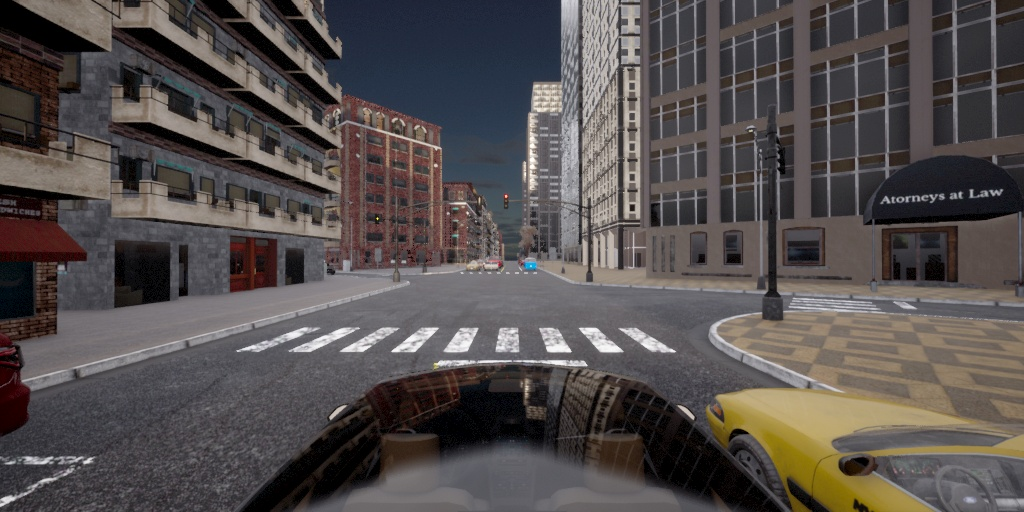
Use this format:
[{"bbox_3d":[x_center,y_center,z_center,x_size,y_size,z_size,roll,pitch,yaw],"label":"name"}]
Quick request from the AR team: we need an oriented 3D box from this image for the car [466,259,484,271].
[{"bbox_3d":[-5.337,1.317,49.908,1.751,1.417,4.829,0,0,0],"label":"car"}]

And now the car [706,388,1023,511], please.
[{"bbox_3d":[2.566,1.275,1.258,1.751,1.417,4.829,0,0,0],"label":"car"}]

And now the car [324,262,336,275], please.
[{"bbox_3d":[-22.369,1.453,41.775,4.892,1.490,1.837,-1,-1,41],"label":"car"}]

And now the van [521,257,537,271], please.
[{"bbox_3d":[2.543,1.133,50.081,1.690,1.789,3.998,0,0,0],"label":"van"}]

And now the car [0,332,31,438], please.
[{"bbox_3d":[-5.314,1.065,1.078,2.192,1.841,5.009,0,0,0],"label":"car"}]

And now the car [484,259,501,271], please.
[{"bbox_3d":[-2.871,1.393,50.192,1.895,1.301,4.718,0,0,-2],"label":"car"}]

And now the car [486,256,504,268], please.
[{"bbox_3d":[-2.858,1.034,59.699,2.150,2.045,5.566,0,0,0],"label":"car"}]
